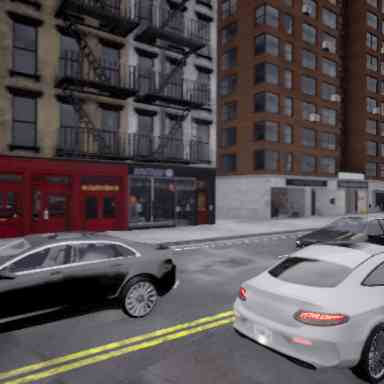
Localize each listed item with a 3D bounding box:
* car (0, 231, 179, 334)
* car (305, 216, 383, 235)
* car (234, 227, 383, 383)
[{"bbox_3d":[-2.554,1.497,5.856,4.902,1.511,2.128,0,0,-36],"label":"car"},{"bbox_3d":[6.015,1.603,11.958,5.357,1.411,2.033,0,0,-35],"label":"car"},{"bbox_3d":[2.742,1.550,5.399,4.674,1.442,1.812,0,0,-36],"label":"car"}]
